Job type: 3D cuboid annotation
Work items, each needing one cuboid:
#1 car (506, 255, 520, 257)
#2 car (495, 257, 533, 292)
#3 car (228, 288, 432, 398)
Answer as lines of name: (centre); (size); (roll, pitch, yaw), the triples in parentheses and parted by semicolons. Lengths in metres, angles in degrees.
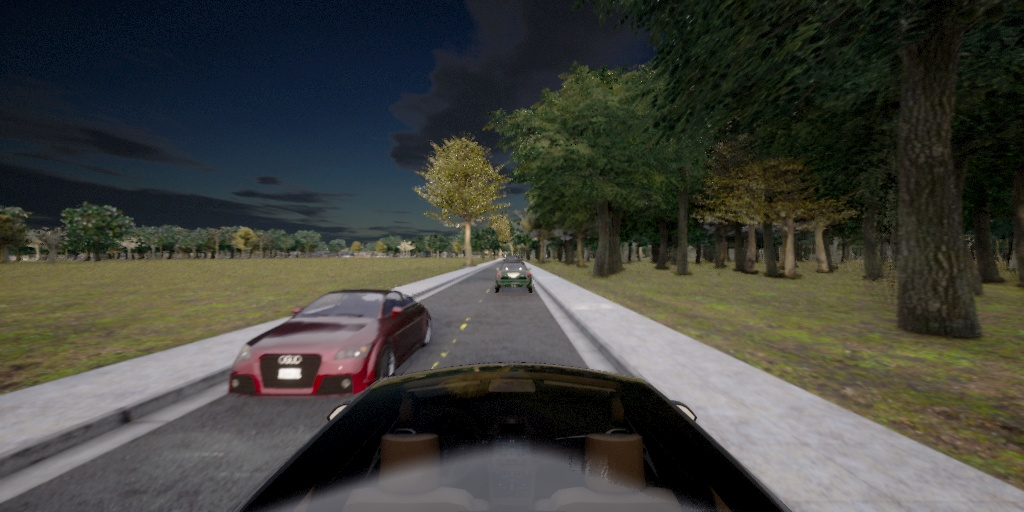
car: (0.103, 0.942, 42.761); (2.150, 2.045, 5.566); (0, 0, 0)
car: (0.096, 1.090, 21.441); (2.097, 1.767, 4.553); (0, 0, 0)
car: (-2.816, 1.313, 6.561); (1.994, 1.385, 4.181); (0, 0, 0)
